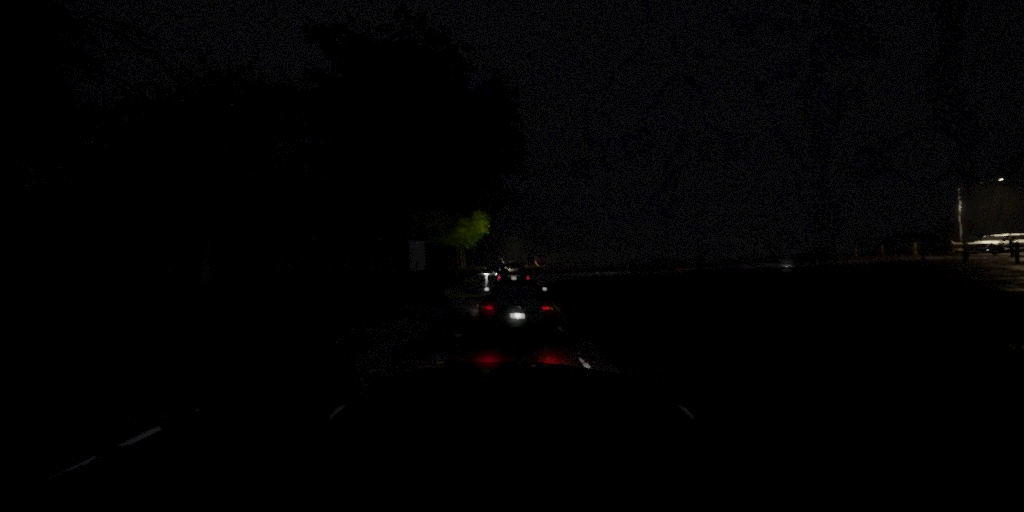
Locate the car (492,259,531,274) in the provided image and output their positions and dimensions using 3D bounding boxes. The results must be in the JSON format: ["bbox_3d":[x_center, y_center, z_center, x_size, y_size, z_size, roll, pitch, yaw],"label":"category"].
[{"bbox_3d":[0.061,1.250,21.685,2.097,1.767,4.553,0,-1,-1],"label":"car"}]

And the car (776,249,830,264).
[{"bbox_3d":[29.479,0.005,36.365,4.674,1.442,1.812,-3,0,1],"label":"car"}]

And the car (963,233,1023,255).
[{"bbox_3d":[49.138,-1.168,36.070,5.566,2.045,2.150,-3,0,1],"label":"car"}]

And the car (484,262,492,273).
[{"bbox_3d":[-2.801,1.651,50.939,1.837,1.490,4.892,0,0,0],"label":"car"}]

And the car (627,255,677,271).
[{"bbox_3d":[14.209,0.722,36.521,4.902,1.511,2.128,-3,0,1],"label":"car"}]

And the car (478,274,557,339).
[{"bbox_3d":[0.113,1.375,10.312,1.994,1.385,4.181,0,0,-1],"label":"car"}]
